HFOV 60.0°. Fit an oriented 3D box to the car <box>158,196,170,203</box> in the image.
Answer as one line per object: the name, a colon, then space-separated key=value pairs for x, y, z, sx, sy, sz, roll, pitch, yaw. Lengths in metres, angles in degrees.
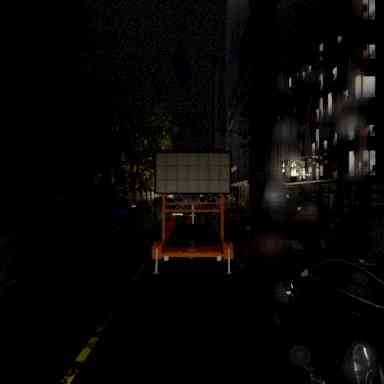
car: x=-5.586 y=1.452 z=67.315 sx=2.008 sy=1.369 sz=4.403 roll=0 pitch=0 yaw=0

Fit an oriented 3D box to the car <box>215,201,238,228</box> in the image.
car: x=2.726 y=1.515 z=22.000 sx=1.752 sy=1.417 sz=4.829 roll=0 pitch=0 yaw=0

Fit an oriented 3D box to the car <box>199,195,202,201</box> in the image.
car: x=2.795 y=1.446 z=67.281 sx=1.887 sy=1.381 sz=4.507 roll=0 pitch=0 yaw=0

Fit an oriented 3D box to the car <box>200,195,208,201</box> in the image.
car: x=2.812 y=1.432 z=78.643 sx=1.947 sy=1.339 sz=4.313 roll=0 pitch=0 yaw=0

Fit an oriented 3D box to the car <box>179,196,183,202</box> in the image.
car: x=-2.893 y=1.484 z=73.292 sx=1.895 sy=1.301 sz=4.718 roll=0 pitch=0 yaw=0

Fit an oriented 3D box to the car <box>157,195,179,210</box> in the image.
car: x=-3.037 y=1.485 z=42.471 sx=1.812 sy=1.442 sz=4.674 roll=0 pitch=0 yaw=0

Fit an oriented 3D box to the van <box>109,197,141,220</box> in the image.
van: x=-5.645 y=1.324 z=27.534 sx=1.690 sy=1.788 sz=3.998 roll=0 pitch=0 yaw=0

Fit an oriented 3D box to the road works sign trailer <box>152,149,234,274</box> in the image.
road works sign trailer: x=0.031 y=0.462 z=10.526 sx=2.380 sy=3.560 sz=2.880 roll=0 pitch=0 yaw=1

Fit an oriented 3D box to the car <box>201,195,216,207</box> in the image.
car: x=2.769 y=1.526 z=50.237 sx=1.802 sy=1.307 sz=4.206 roll=0 pitch=0 yaw=0

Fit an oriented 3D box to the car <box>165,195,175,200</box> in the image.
car: x=-5.560 y=1.398 z=84.363 sx=2.008 sy=1.369 sz=4.403 roll=0 pitch=0 yaw=0

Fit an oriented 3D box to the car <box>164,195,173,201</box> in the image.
car: x=-5.569 y=1.392 z=78.509 sx=1.752 sy=1.417 sz=4.829 roll=0 pitch=0 yaw=0

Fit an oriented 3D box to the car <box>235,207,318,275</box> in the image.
car: x=2.709 y=1.438 z=10.464 sx=1.967 sy=1.590 sz=4.097 roll=0 pitch=0 yaw=0

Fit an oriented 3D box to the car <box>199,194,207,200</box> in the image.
car: x=2.828 y=1.379 z=90.007 sx=2.008 sy=1.369 sz=4.403 roll=0 pitch=0 yaw=0

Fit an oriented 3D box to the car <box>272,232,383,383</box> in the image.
car: x=2.700 y=1.566 z=4.783 sx=1.947 sy=1.339 sz=4.313 roll=0 pitch=0 yaw=0

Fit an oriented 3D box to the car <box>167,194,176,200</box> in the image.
car: x=-5.552 y=1.379 z=90.046 sx=2.008 sy=1.369 sz=4.403 roll=0 pitch=0 yaw=0

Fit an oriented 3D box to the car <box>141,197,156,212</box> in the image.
car: x=-5.629 y=1.547 z=38.900 sx=1.802 sy=1.307 sz=4.206 roll=0 pitch=0 yaw=0
